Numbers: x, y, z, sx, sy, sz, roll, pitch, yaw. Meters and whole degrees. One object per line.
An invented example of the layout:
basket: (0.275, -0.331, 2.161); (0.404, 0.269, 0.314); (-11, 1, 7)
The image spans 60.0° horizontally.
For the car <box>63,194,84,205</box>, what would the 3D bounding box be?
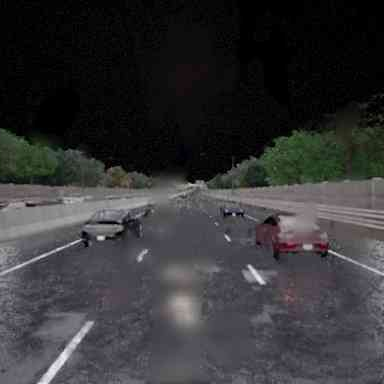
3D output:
car: (-21.016, 1.339, 59.293); (2.150, 2.045, 5.566); (0, 1, 0)

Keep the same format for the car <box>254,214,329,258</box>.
car: (3.597, 1.539, 12.628); (1.812, 1.442, 4.674); (0, 0, 0)

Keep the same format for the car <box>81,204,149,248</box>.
car: (-3.404, 1.507, 14.834); (2.128, 1.511, 4.902); (0, 0, 0)

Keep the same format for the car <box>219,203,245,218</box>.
car: (3.592, 1.645, 30.738); (1.895, 1.301, 4.718); (0, 0, 0)

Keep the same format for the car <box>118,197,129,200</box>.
car: (-14.017, 1.746, 68.611); (1.895, 1.301, 4.718); (0, 0, 0)

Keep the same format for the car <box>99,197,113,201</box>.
car: (-17.516, 1.690, 68.224); (2.033, 1.411, 5.357); (0, 0, 0)

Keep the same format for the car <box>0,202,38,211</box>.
car: (-14.103, 1.561, 27.205); (1.812, 1.442, 4.674); (0, 0, 0)

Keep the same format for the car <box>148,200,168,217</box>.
car: (-3.408, 1.551, 32.034); (1.837, 1.490, 4.892); (0, 0, 0)
